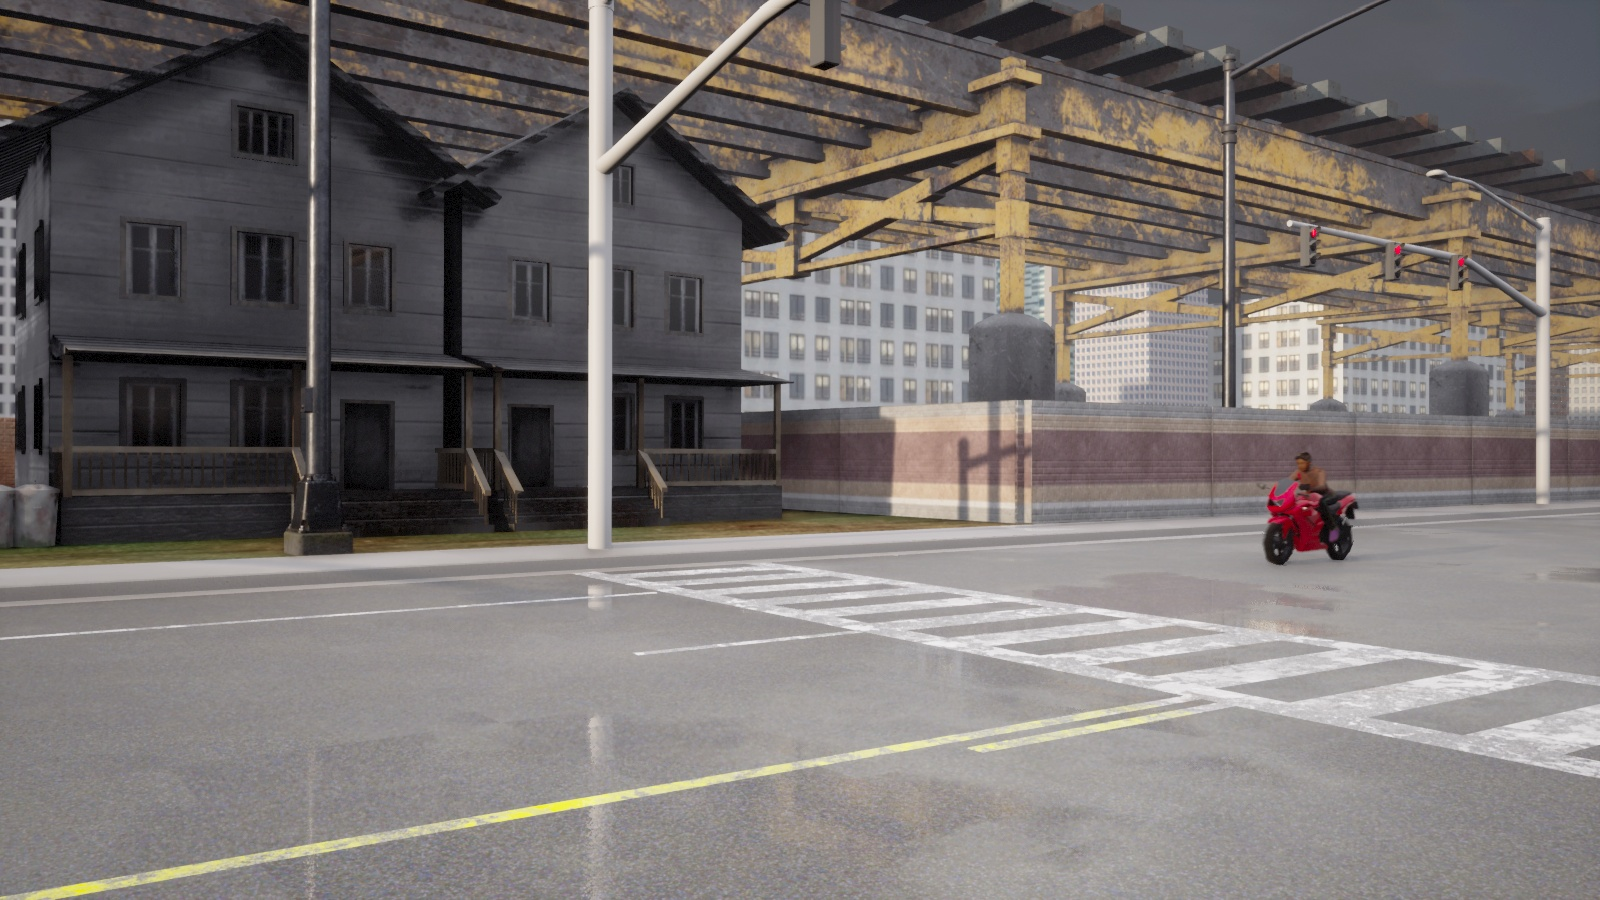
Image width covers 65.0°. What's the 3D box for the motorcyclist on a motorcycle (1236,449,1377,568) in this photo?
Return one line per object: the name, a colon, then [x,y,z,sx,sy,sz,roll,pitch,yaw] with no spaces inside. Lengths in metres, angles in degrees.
motorcyclist on a motorcycle: [6.896,0.754,17.061,2.044,1.523,0.797,0,0,-35]
